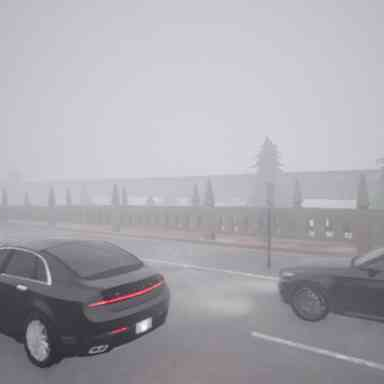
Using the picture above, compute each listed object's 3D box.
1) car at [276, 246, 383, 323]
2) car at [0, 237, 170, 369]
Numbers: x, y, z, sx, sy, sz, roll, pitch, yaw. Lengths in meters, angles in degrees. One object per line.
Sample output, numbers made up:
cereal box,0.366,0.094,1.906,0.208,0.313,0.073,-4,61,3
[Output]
car,3.791,1.526,5.579,4.674,1.442,1.812,-1,0,36
car,-2.615,1.558,5.853,4.892,1.490,1.837,-1,0,36
